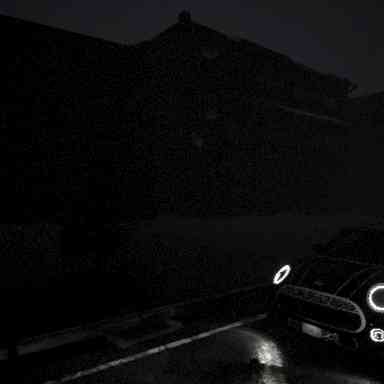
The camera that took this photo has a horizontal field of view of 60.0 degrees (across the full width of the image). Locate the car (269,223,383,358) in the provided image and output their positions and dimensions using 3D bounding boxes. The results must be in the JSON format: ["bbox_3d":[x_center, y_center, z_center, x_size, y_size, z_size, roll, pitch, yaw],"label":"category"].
[{"bbox_3d":[3.483,1.418,6.152,4.553,1.767,2.097,1,-1,-38],"label":"car"}]
